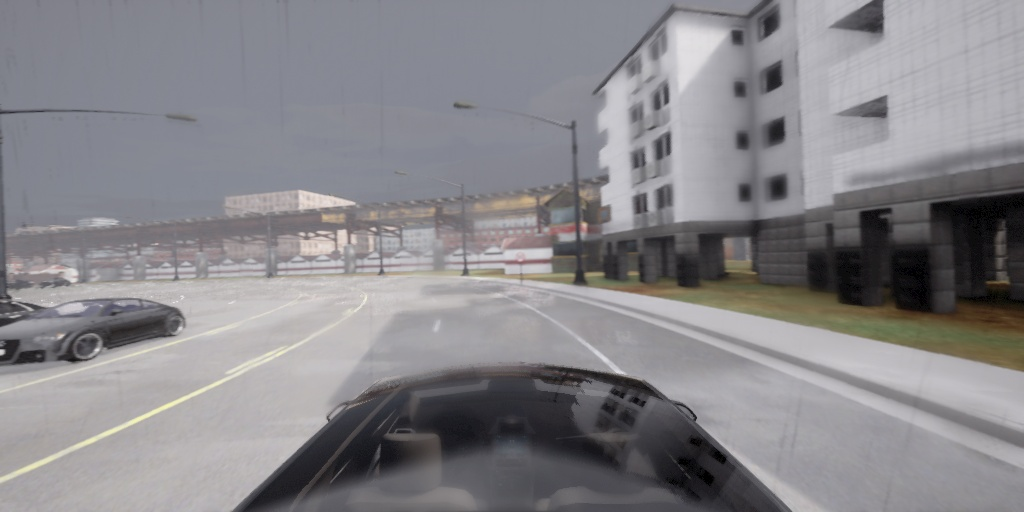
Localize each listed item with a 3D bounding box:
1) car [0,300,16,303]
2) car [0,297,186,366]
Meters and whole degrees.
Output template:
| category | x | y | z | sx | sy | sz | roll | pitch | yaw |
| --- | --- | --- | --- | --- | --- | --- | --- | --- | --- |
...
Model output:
| category | x | y | z | sx | sy | sz | roll | pitch | yaw |
| --- | --- | --- | --- | --- | --- | --- | --- | --- | --- |
| car | -14.319 | 1.903 | 8.781 | 1.837 | 1.490 | 4.892 | -2 | 0 | -9 |
| car | -10.860 | 1.810 | 9.310 | 1.994 | 1.385 | 4.181 | -2 | 0 | -9 |
